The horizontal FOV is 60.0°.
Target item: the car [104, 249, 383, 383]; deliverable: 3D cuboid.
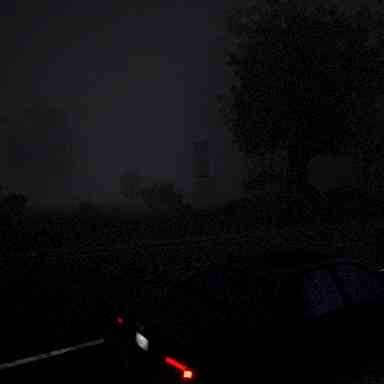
[{"bbox_3d":[1.549,1.577,4.798,5.357,1.411,2.033,1,0,-35],"label":"car"}]
